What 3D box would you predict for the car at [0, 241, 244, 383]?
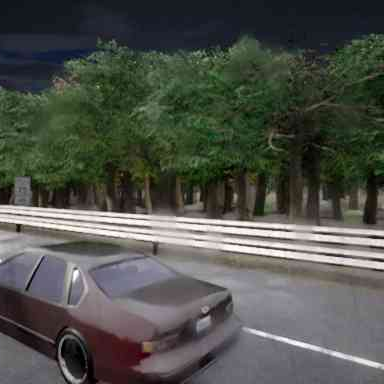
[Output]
[{"bbox_3d":[-1.896,1.520,5.248,5.357,1.411,2.033,0,0,36],"label":"car"}]
